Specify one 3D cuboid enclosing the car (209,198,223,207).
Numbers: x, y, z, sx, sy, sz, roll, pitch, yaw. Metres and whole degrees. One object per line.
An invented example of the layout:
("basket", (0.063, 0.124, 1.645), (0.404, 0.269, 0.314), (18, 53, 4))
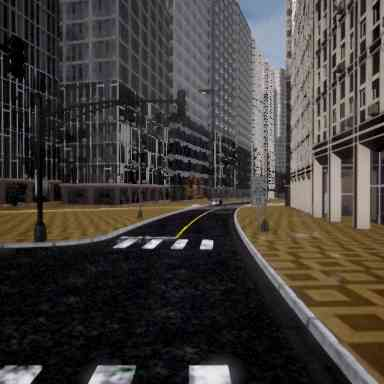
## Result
("car", (4.117, 1.704, 56.456), (2.128, 1.511, 4.902), (0, 0, 14))
